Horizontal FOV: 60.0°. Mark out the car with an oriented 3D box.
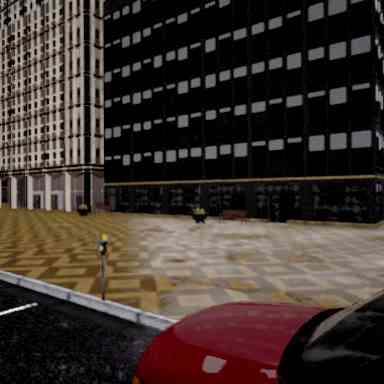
[{"bbox_3d":[1.833,1.315,1.581,5.009,1.841,2.192,0,0,36],"label":"car"}]
